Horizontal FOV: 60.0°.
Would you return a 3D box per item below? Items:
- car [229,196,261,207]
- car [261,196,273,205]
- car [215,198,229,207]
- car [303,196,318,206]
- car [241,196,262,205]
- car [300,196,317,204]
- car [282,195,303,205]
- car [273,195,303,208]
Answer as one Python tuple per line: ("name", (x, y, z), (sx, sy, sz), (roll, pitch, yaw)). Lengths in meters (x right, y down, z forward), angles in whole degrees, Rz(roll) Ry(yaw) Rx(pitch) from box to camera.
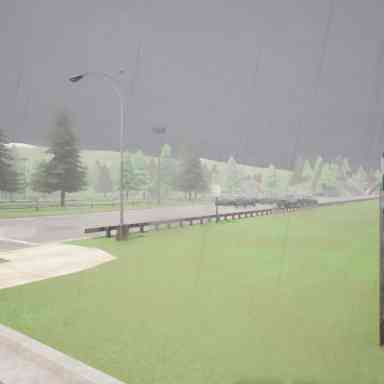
("car", (8.063, 1.491, 50.505), (2.128, 1.511, 4.902), (0, 0, 35))
("car", (13.896, 1.491, 58.935), (2.128, 1.511, 4.902), (0, 0, 35))
("car", (5.366, 1.564, 52.742), (1.994, 1.385, 4.181), (0, 0, 35))
("car", (19.157, 1.505, 54.243), (1.837, 1.490, 4.892), (0, 0, 35))
("car", (11.028, 1.478, 60.941), (1.882, 1.535, 5.008), (0, 0, 35))
("car", (23.076, 1.526, 65.773), (1.812, 1.442, 4.674), (0, 0, 35))
("car", (17.579, 1.352, 57.921), (2.097, 1.767, 4.553), (0, 0, 35))
("car", (13.294, 1.505, 45.782), (1.837, 1.490, 4.892), (0, 0, 35))
